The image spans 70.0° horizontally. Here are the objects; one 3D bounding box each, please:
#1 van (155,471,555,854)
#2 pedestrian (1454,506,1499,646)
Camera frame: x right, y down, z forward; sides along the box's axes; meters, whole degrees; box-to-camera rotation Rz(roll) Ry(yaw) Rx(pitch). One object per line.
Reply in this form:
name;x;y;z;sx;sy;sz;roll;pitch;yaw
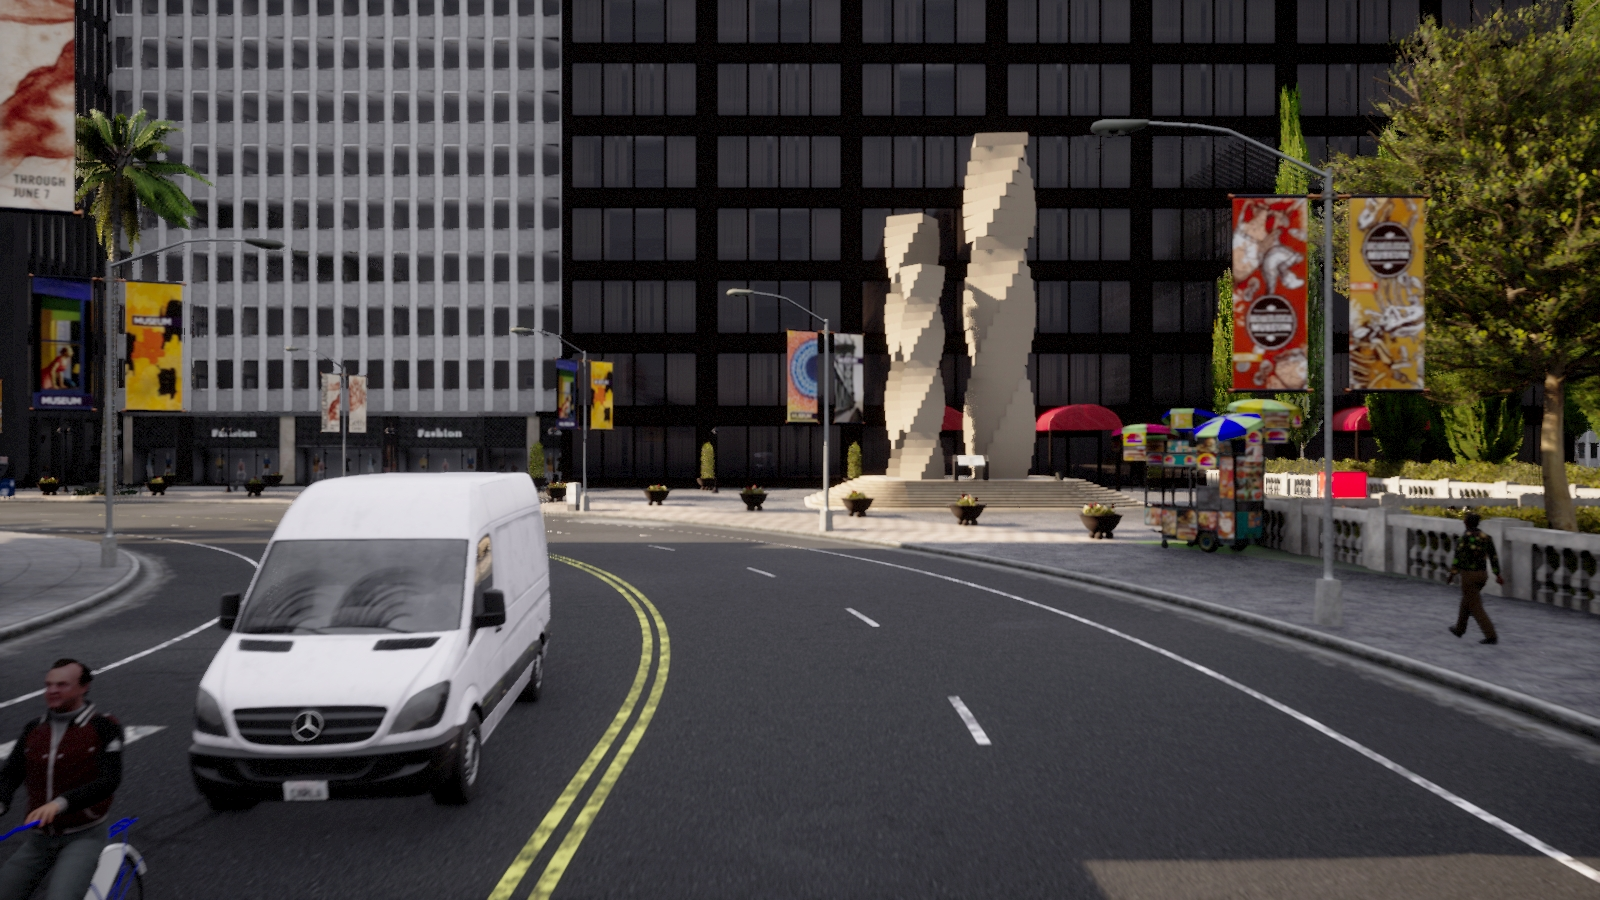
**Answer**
van;-3.752;1.534;10.996;1.988;2.561;5.915;0;0;-5
pedestrian;9.190;1.696;15.522;0.375;1.860;0.375;0;0;-5
